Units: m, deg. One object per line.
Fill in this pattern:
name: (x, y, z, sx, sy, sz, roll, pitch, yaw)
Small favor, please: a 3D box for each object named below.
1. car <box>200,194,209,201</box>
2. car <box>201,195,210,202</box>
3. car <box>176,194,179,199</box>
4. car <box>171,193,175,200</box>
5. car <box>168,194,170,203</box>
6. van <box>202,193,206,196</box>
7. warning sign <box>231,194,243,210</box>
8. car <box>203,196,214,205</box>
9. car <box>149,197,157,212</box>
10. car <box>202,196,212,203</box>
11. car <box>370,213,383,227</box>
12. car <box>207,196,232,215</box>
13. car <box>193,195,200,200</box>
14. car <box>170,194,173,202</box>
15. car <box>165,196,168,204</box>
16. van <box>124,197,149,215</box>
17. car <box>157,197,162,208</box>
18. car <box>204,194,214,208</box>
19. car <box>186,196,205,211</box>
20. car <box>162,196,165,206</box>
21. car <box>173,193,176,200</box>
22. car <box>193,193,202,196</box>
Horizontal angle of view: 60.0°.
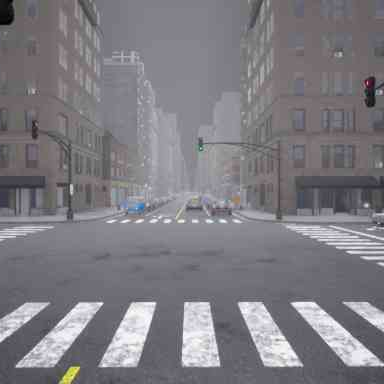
car: (3.109, 1.321, 84.317, 2.192, 1.841, 5.009, 0, 0, 0)
car: (3.080, 1.447, 78.648, 1.967, 1.590, 4.097, 0, 0, 0)
car: (-5.386, 1.319, 90.020, 2.192, 1.841, 5.009, 0, 0, 0)
car: (-5.476, 1.553, 73.014, 1.887, 1.381, 4.507, 0, 0, 0)
car: (-5.537, 1.535, 61.508, 1.752, 1.417, 4.829, 0, 0, 0)
van: (2.959, 1.351, 55.971, 1.690, 1.788, 3.998, 0, 0, 0)
warning sign: (5.273, 1.123, 39.276, 1.300, 1.860, 1.060, 0, 0, 0)
car: (2.991, 1.536, 61.810, 1.752, 1.417, 4.829, 0, 0, 0)
car: (-5.656, 1.448, 39.005, 1.967, 1.590, 4.097, 0, 0, 0)
car: (3.020, 1.560, 67.309, 2.008, 1.369, 4.403, 0, 0, 0)
car: (13.772, 1.618, 20.618, 4.718, 1.301, 1.895, 0, 0, 0)
car: (2.840, 1.447, 33.294, 1.967, 1.590, 4.097, 0, 0, 0)
car: (1.285, 1.507, 95.299, 1.837, 1.490, 4.892, 0, 0, 0)
car: (-5.506, 1.575, 67.346, 1.947, 1.339, 4.313, 0, 0, 0)
car: (-5.566, 1.576, 56.010, 1.947, 1.339, 4.313, 0, 0, 0)
van: (-5.686, 1.347, 33.337, 1.690, 1.788, 3.998, 0, 0, 0)
car: (-5.625, 1.575, 44.674, 1.947, 1.339, 4.313, 0, 0, 0)
car: (2.900, 1.449, 44.632, 1.967, 1.590, 4.097, 0, 0, 0)
car: (0.310, 1.572, 41.736, 1.994, 1.385, 4.181, 0, 0, 0)
car: (-5.596, 1.592, 50.342, 1.802, 1.307, 4.206, 0, 0, 0)
car: (-5.447, 1.532, 78.513, 1.752, 1.417, 4.829, 0, 0, 0)
car: (0.418, 1.488, 60.790, 1.882, 1.535, 5.008, 0, 0, 0)
